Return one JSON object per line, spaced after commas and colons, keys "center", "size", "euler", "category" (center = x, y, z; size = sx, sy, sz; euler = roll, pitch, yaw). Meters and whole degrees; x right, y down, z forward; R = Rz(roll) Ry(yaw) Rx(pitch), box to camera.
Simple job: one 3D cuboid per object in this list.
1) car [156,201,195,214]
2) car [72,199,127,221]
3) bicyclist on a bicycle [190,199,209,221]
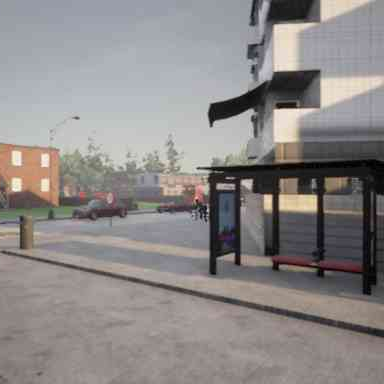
{"center": [-1.763, 1.591, 35.731], "size": [1.895, 1.301, 4.718], "euler": [0, 0, 35], "category": "car"}
{"center": [-7.589, 1.342, 27.549], "size": [2.097, 1.767, 4.553], "euler": [0, 0, 36], "category": "car"}
{"center": [0.523, 1.343, 24.466], "size": [1.656, 1.620, 0.582], "euler": [0, 0, 35], "category": "bicyclist on a bicycle"}
